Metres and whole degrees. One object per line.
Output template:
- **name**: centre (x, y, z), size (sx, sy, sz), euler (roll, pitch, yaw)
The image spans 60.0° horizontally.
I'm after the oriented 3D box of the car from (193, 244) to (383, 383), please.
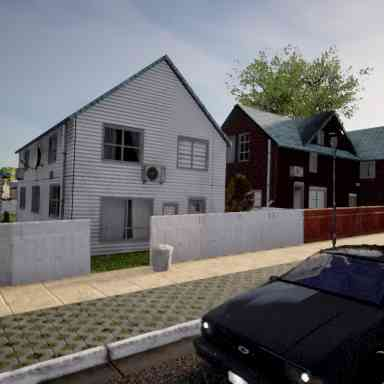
- **car**: centre (2.638, 1.554, 4.955), size (5.357, 1.411, 2.033), euler (0, 0, -36)
